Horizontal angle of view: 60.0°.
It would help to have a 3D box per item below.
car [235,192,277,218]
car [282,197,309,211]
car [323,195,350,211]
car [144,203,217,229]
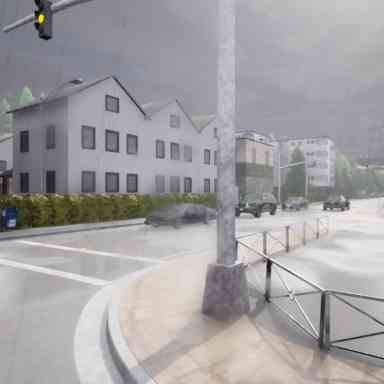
[{"bbox_3d":[5.496,1.035,28.594,2.150,2.045,5.566,0,0,35],"label":"car"},{"bbox_3d":[11.566,1.305,37.075,2.128,1.511,4.902,0,0,36],"label":"car"},{"bbox_3d":[16.409,1.164,37.593,2.097,1.767,4.553,0,0,35],"label":"car"},{"bbox_3d":[-0.471,1.361,20.183,2.033,1.411,5.357,0,0,35],"label":"car"}]
